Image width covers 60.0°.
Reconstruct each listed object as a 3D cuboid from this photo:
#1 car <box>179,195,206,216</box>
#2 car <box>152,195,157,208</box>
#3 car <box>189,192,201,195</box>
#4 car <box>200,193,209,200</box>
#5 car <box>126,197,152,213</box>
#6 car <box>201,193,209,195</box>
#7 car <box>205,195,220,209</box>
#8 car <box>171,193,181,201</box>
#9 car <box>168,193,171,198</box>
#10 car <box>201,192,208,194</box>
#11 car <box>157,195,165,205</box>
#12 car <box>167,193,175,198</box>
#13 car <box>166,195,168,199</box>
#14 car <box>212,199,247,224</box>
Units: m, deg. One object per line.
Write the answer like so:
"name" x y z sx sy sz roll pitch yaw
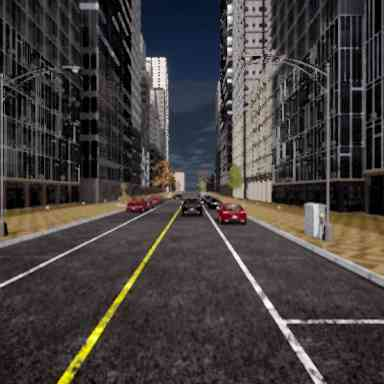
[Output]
"car" 0.032 1.320 30.689 1.882 1.535 5.008 0 0 1
"car" -5.674 1.357 40.235 1.802 1.307 4.206 0 0 0
"car" 0.025 1.163 60.071 2.163 1.488 4.792 0 0 0
"car" 2.719 0.993 74.376 1.967 1.590 4.097 0 0 0
"car" -5.676 1.355 34.541 1.887 1.381 4.507 0 0 0
"car" 2.710 1.270 51.608 1.947 1.339 4.313 0 0 0
"car" 2.706 1.341 40.224 1.947 1.339 4.313 0 0 0
"car" -2.975 1.068 71.263 1.837 1.490 4.892 0 0 0
"car" -5.658 0.999 85.604 1.752 1.417 4.829 0 0 0
"car" 2.715 1.196 62.992 1.947 1.339 4.313 0 0 0
"car" -5.670 1.249 51.619 1.887 1.381 4.507 0 0 0
"car" -5.656 0.982 91.467 2.008 1.369 4.403 0 0 0
"car" -5.668 1.233 57.311 1.947 1.339 4.313 0 0 0
"car" 2.700 1.422 23.147 1.887 1.381 4.507 0 0 0
